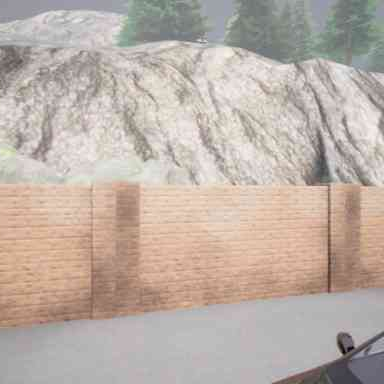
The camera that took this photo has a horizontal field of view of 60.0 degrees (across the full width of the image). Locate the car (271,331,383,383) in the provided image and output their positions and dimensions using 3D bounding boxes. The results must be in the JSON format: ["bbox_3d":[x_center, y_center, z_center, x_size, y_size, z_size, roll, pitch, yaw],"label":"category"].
[{"bbox_3d":[2.164,1.492,1.911,4.902,1.511,2.128,0,0,-18],"label":"car"}]
